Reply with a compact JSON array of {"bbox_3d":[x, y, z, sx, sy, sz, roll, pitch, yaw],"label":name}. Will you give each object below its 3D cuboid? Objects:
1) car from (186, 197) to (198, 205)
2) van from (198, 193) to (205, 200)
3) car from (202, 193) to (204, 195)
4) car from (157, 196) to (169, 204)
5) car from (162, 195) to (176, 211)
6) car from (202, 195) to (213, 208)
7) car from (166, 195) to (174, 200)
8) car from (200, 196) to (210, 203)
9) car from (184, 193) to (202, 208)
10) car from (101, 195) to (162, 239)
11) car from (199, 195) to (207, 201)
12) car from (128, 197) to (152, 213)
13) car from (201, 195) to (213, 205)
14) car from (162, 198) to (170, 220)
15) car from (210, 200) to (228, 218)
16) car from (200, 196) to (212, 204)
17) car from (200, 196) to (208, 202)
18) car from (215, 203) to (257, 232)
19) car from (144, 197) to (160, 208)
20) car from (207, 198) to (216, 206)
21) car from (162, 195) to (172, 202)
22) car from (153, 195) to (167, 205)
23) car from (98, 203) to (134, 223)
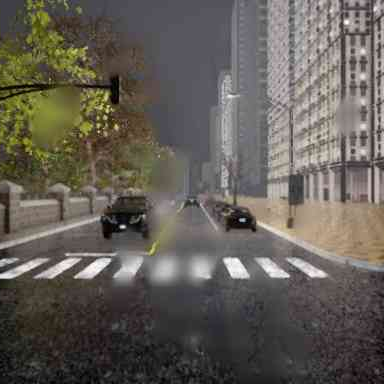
[{"bbox_3d":[0.007,1.505,57.107,1.994,1.385,4.181,0,0,0],"label":"car"},{"bbox_3d":[2.703,1.278,93.042,1.690,1.788,3.998,0,0,0],"label":"van"},{"bbox_3d":[2.699,1.382,53.615,1.967,1.590,4.097,0,0,0],"label":"car"},{"bbox_3d":[-5.681,1.482,64.881,1.887,1.381,4.507,0,0,0],"label":"car"},{"bbox_3d":[-3.063,1.476,41.065,1.812,1.442,4.674,0,0,1],"label":"car"},{"bbox_3d":[2.698,1.490,47.984,1.887,1.381,4.507,0,0,0],"label":"car"},{"bbox_3d":[-5.678,1.480,87.409,1.887,1.381,4.507,0,0,0],"label":"car"},{"bbox_3d":[2.700,1.487,70.512,2.008,1.369,4.403,0,0,0],"label":"car"},{"bbox_3d":[0.005,1.298,47.007,2.097,1.767,4.553,0,0,0],"label":"car"},{"bbox_3d":[-3.093,1.197,17.619,2.150,2.045,5.566,0,0,0],"label":"car"},{"bbox_3d":[2.702,1.517,81.776,1.802,1.307,4.206,0,0,0],"label":"car"},{"bbox_3d":[-5.683,1.394,36.719,1.967,1.590,4.097,0,0,0],"label":"car"},{"bbox_3d":[2.700,1.380,59.247,1.967,1.590,4.097,0,0,0],"label":"car"},{"bbox_3d":[-3.081,1.488,27.622,1.812,1.442,4.674,0,0,0],"label":"car"},{"bbox_3d":[2.695,1.531,25.453,1.947,1.339,4.313,0,0,0],"label":"car"},{"bbox_3d":[2.699,1.488,64.880,2.008,1.369,4.403,0,0,0],"label":"car"},{"bbox_3d":[2.701,1.517,76.144,1.802,1.307,4.206,0,0,0],"label":"car"},{"bbox_3d":[2.694,1.538,19.821,1.947,1.339,4.313,0,0,0],"label":"car"},{"bbox_3d":[-5.682,1.470,47.815,1.752,1.417,4.829,0,0,0],"label":"car"},{"bbox_3d":[2.696,1.525,31.086,1.947,1.339,4.313,0,0,0],"label":"car"},{"bbox_3d":[-5.679,1.479,76.145,1.887,1.381,4.507,0,0,0],"label":"car"},{"bbox_3d":[-5.681,1.380,59.248,1.967,1.590,4.097,0,0,0],"label":"car"},{"bbox_3d":[-5.686,1.547,25.454,1.802,1.307,4.206,0,0,0],"label":"car"}]
